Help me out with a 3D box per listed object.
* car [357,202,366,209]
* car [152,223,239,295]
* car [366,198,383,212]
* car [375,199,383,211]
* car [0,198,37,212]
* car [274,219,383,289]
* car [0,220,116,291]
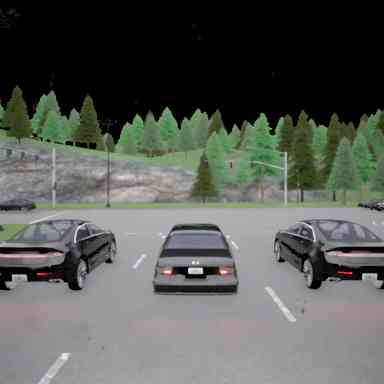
[{"bbox_3d":[24.717,1.547,43.680,5.357,1.411,2.033,0,0,0],"label":"car"},{"bbox_3d":[0.099,1.547,8.840,2.033,1.411,5.357,0,0,1],"label":"car"},{"bbox_3d":[22.727,1.547,36.665,5.357,1.411,2.033,0,0,-1],"label":"car"},{"bbox_3d":[24.926,1.526,40.177,4.674,1.442,1.812,0,0,0],"label":"car"},{"bbox_3d":[-20.026,1.505,37.045,4.892,1.490,1.837,0,0,-15],"label":"car"},{"bbox_3d":[3.600,1.491,9.115,2.128,1.511,4.902,0,0,1],"label":"car"},{"bbox_3d":[-3.401,1.491,9.021,2.128,1.511,4.902,0,0,0],"label":"car"}]
